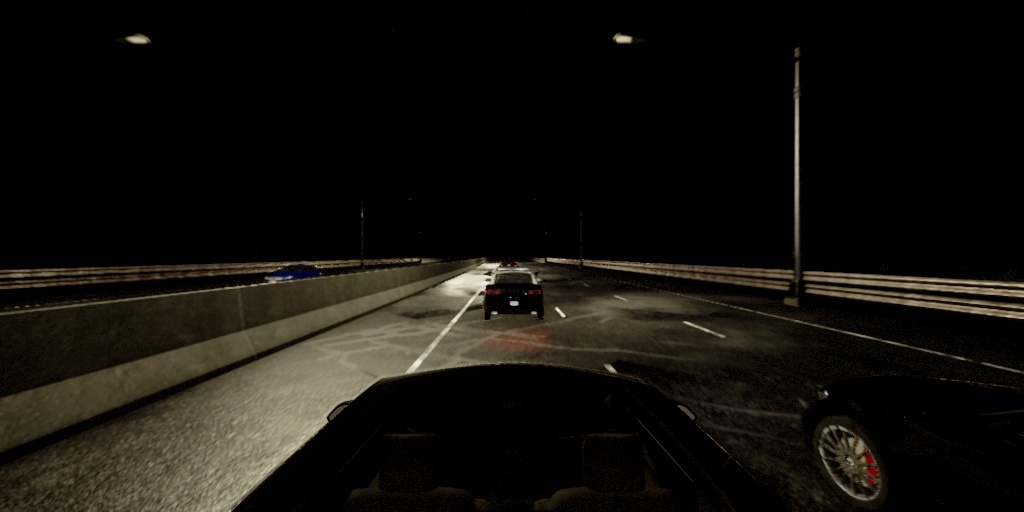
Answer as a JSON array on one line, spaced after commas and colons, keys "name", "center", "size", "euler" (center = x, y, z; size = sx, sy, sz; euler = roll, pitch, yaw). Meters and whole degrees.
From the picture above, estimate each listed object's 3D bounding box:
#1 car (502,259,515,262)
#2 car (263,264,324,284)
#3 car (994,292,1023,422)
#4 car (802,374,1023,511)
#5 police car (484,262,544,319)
[{"name": "car", "center": [-0.411, 1.090, 42.802], "size": [2.097, 1.767, 4.553], "euler": [0, 0, -1]}, {"name": "car", "center": [-14.242, 1.279, 23.749], "size": [1.812, 1.442, 4.674], "euler": [0, 0, -1]}, {"name": "car", "center": [7.092, 1.226, 2.070], "size": [1.882, 1.535, 5.008], "euler": [0, 0, 0]}, {"name": "car", "center": [3.592, 1.275, 1.333], "size": [1.812, 1.442, 4.674], "euler": [0, 0, 0]}, {"name": "police car", "center": [0.048, 1.175, 13.014], "size": [1.930, 1.638, 5.238], "euler": [0, 0, 0]}]
